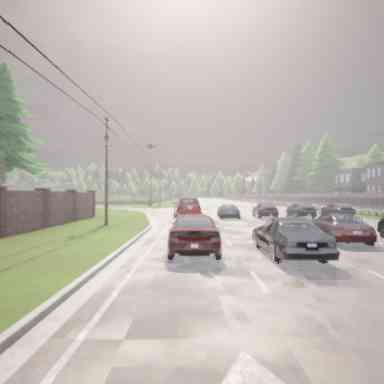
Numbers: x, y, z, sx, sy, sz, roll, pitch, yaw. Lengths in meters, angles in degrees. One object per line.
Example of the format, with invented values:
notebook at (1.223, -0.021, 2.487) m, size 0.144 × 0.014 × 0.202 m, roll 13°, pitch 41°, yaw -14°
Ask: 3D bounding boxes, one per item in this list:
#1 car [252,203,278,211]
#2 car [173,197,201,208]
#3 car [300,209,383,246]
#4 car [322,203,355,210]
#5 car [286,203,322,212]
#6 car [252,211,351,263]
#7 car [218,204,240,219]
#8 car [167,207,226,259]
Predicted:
car at (7.090, 1.818, 32.413) m, size 1.837 × 1.490 × 4.892 m, roll 0°, pitch -1°, yaw 0°
car at (-0.527, 1.523, 31.355) m, size 2.150 × 2.045 × 5.566 m, roll 0°, pitch -1°, yaw -8°
car at (7.092, 1.723, 16.257) m, size 1.994 × 1.385 × 4.181 m, roll 0°, pitch -1°, yaw 0°
car at (14.089, 1.820, 32.397) m, size 1.837 × 1.490 × 4.892 m, roll 0°, pitch -1°, yaw 0°
car at (10.590, 1.820, 32.399) m, size 1.837 × 1.490 × 4.892 m, roll 0°, pitch -1°, yaw 0°
car at (3.592, 1.669, 12.454) m, size 2.033 × 1.411 × 5.357 m, roll 0°, pitch -1°, yaw 0°
car at (3.590, 1.883, 33.043) m, size 1.994 × 1.385 × 4.181 m, roll 0°, pitch -1°, yaw 0°
car at (0.089, 1.607, 13.229) m, size 1.882 × 1.535 × 5.008 m, roll 0°, pitch 0°, yaw 0°
